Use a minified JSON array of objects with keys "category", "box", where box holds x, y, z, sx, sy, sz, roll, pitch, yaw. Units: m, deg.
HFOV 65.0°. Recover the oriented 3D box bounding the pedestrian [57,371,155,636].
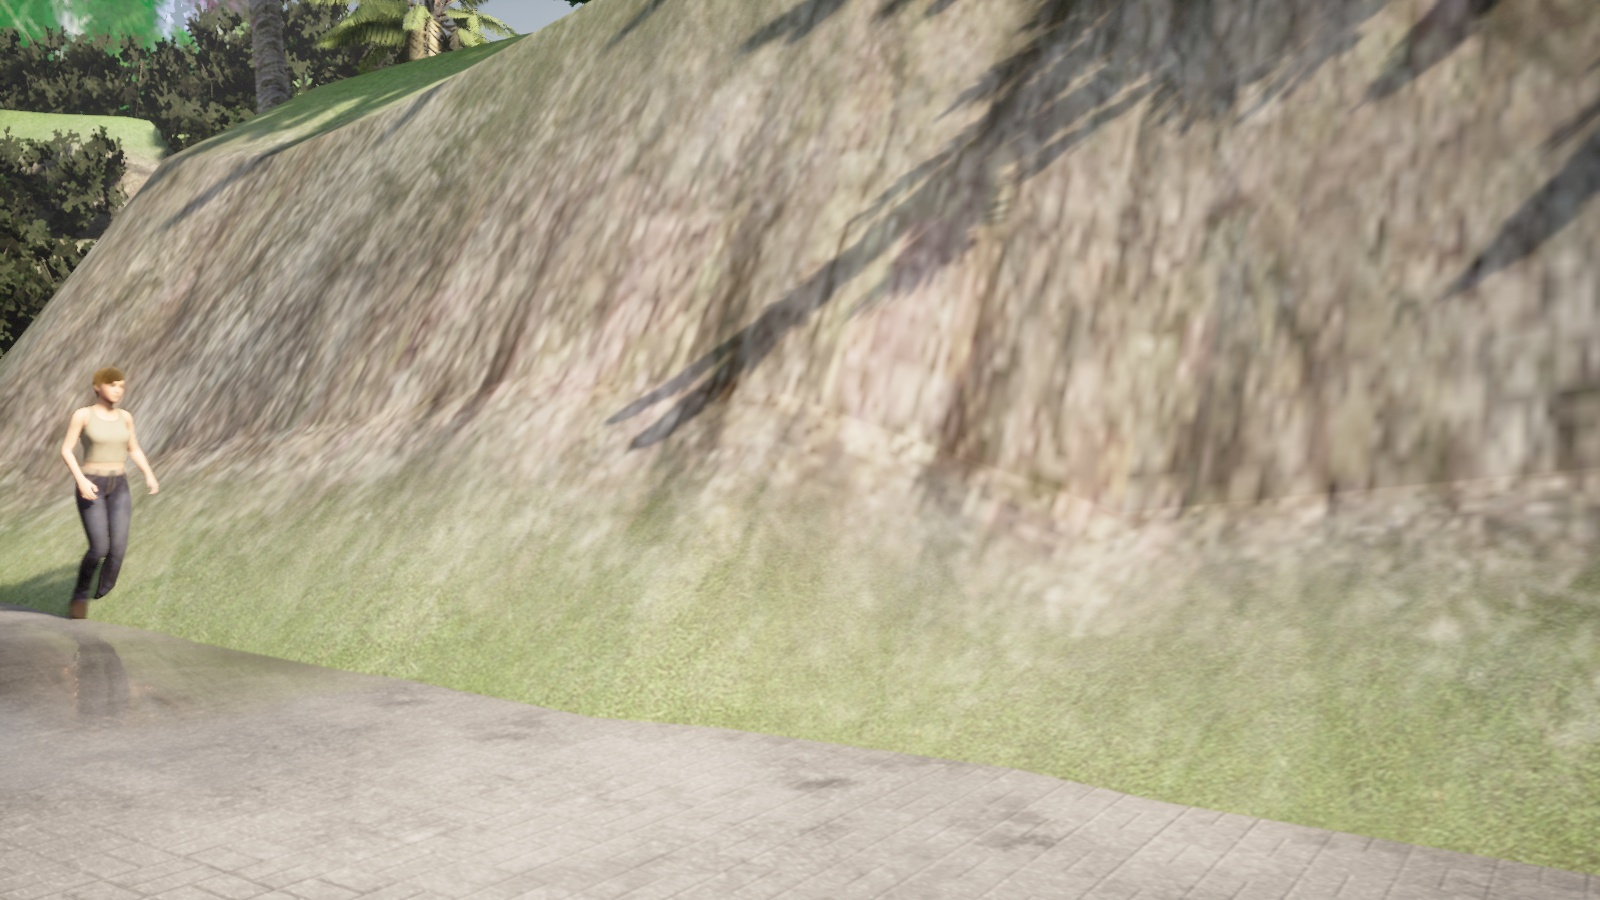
[{"category":"pedestrian","box":[-4.975,0.367,9.004,0.594,1.836,0.345,0,1,32]}]
